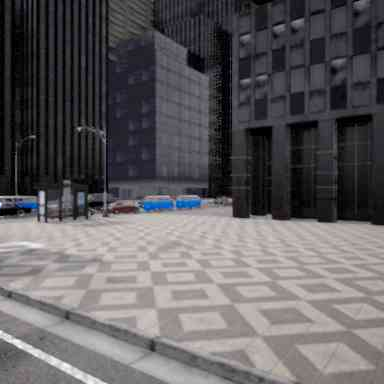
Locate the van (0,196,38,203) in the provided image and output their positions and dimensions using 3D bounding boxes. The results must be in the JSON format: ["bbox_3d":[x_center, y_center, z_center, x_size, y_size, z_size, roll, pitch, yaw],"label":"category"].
[{"bbox_3d":[-17.206,1.301,32.805,1.690,1.788,3.998,0,0,35],"label":"van"}]

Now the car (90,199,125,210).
[{"bbox_3d":[-10.616,1.534,42.053,1.802,1.307,4.206,0,0,35],"label":"car"}]

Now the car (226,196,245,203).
[{"bbox_3d":[9.155,1.500,69.792,2.008,1.369,4.403,0,0,35],"label":"car"}]

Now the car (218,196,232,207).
[{"bbox_3d":[6.212,1.559,50.976,1.802,1.307,4.206,0,0,35],"label":"car"}]

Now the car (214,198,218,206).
[{"bbox_3d":[5.459,1.458,54.505,2.128,1.511,4.902,0,0,35],"label":"car"}]

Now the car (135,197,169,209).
[{"bbox_3d":[-5.316,1.464,44.883,1.837,1.490,4.892,0,0,36],"label":"car"}]

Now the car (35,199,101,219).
[{"bbox_3d":[-10.264,1.539,27.859,2.008,1.369,4.403,0,0,35],"label":"car"}]

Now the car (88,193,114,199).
[{"bbox_3d":[-11.009,1.185,36.906,2.150,2.045,5.566,0,0,36],"label":"car"}]

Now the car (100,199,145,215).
[{"bbox_3d":[-6.968,1.566,32.483,1.802,1.307,4.206,0,0,35],"label":"car"}]

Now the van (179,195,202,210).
[{"bbox_3d":[-0.377,1.319,41.729,1.690,1.788,3.998,0,0,35],"label":"van"}]

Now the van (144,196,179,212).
[{"bbox_3d":[-3.672,1.322,37.106,1.690,1.788,3.998,0,0,35],"label":"van"}]

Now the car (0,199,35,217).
[{"bbox_3d":[-16.677,1.571,28.963,1.895,1.301,4.718,0,0,35],"label":"car"}]
